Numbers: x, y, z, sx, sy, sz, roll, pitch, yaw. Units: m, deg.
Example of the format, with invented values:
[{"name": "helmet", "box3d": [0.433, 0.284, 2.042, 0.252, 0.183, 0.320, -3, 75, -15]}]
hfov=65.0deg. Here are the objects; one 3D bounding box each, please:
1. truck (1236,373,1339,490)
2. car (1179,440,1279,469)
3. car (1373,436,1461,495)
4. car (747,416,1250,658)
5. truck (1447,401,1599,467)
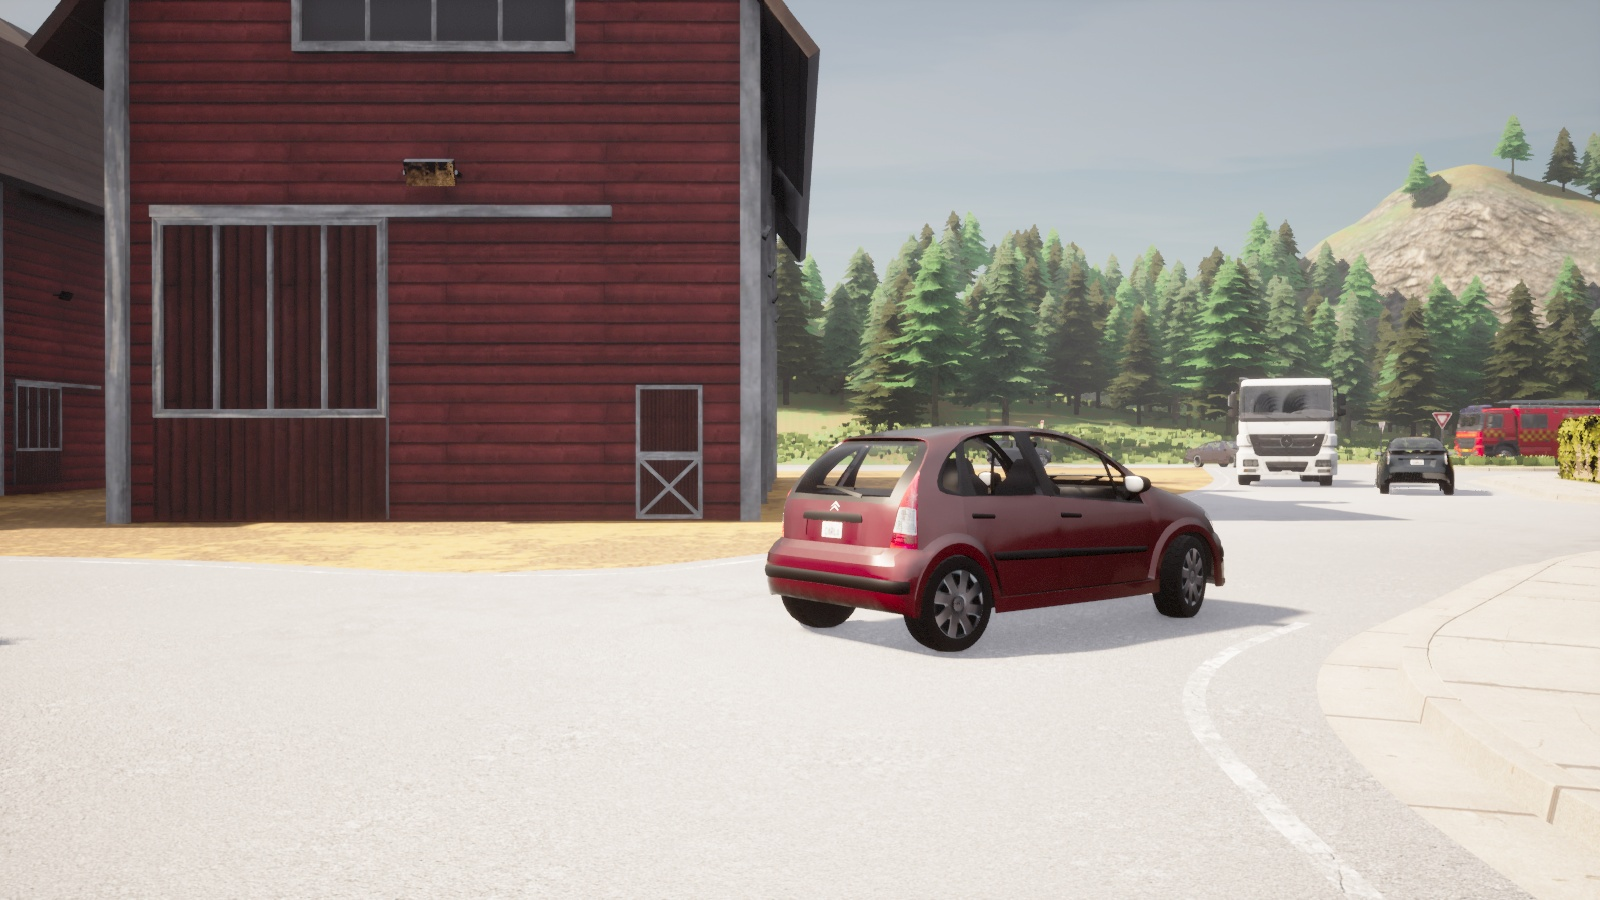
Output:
[{"name": "truck", "box3d": [15.993, -0.608, 41.616, 2.891, 3.462, 7.936, 0, 1, 19]}, {"name": "car", "box3d": [22.188, 0.239, 65.154, 2.033, 1.411, 5.357, 0, 0, -19]}, {"name": "car", "box3d": [16.971, 0.384, 34.711, 2.007, 1.525, 4.514, 0, 1, 24]}, {"name": "car", "box3d": [1.731, 0.563, 10.347, 3.988, 1.617, 1.851, -1, 1, -37]}, {"name": "truck", "box3d": [43.493, -0.945, 74.716, 8.468, 3.827, 2.891, 0, 0, 0]}]
